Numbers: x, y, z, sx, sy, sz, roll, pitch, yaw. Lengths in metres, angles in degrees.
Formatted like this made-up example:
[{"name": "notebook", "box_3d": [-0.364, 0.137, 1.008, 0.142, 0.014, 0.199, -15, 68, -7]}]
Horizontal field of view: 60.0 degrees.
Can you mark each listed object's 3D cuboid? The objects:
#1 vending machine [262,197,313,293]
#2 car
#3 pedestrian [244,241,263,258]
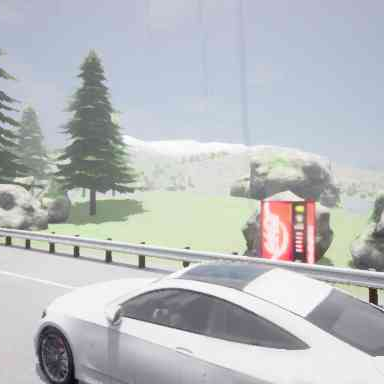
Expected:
[{"name": "vending machine", "box_3d": [2.345, 1.195, 8.112, 0.880, 2.100, 1.100, 0, 0, 34]}, {"name": "car", "box_3d": [0.206, 1.526, 3.657, 4.674, 1.442, 1.812, 0, 0, 35]}, {"name": "pedestrian", "box_3d": [1.449, 1.294, 8.104, 0.375, 1.860, 0.375, 0, 0, 34]}]
